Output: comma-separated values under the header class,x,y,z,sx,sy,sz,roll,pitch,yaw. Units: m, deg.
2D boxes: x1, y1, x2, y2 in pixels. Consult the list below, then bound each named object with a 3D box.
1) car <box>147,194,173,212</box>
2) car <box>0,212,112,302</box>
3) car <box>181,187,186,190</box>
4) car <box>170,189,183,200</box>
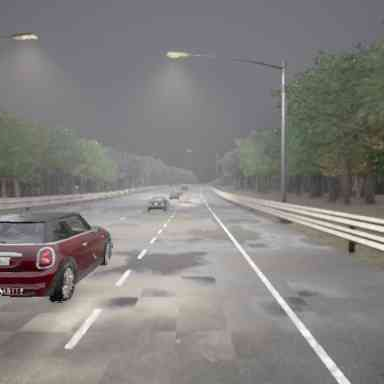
class,x,y,z,sx,sy,sz,roll,pitch,yaw
car,-3.323,1.187,33.411,2.033,1.411,5.357,0,1,0
car,-3.466,1.262,8.190,2.097,1.767,4.553,0,1,0
car,-3.071,0.174,77.575,1.895,1.301,4.718,0,2,0
car,-3.170,0.662,60.448,2.033,1.411,5.357,0,2,0
